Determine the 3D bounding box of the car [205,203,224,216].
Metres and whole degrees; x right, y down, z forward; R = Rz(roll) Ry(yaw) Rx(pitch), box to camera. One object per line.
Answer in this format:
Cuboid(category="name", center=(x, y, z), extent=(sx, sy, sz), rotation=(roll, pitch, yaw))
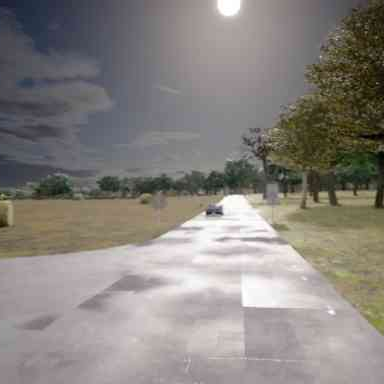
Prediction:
Cuboid(category="car", center=(2.487, 1.882, 35.939), extent=(1.895, 1.301, 4.718), rotation=(-1, 0, 8))
